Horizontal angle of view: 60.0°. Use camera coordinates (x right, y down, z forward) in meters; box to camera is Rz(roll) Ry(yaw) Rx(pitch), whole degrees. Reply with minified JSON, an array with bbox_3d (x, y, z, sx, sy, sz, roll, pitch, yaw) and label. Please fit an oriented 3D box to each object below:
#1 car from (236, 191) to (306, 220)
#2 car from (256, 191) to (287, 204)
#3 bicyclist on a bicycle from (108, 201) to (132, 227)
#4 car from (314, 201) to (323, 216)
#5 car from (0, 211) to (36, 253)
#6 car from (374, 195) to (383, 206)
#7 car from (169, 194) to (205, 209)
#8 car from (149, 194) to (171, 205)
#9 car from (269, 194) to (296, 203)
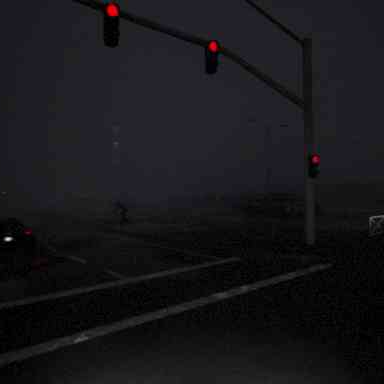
[{"bbox_3d":[5.838,1.013,24.493,1.932,1.855,4.605,-1,0,-39],"label":"car"},{"bbox_3d":[12.420,0.854,52.226,1.932,1.855,4.605,-1,0,-39],"label":"car"},{"bbox_3d":[-4.589,1.372,21.228,1.656,1.620,0.582,-1,0,-39],"label":"bicyclist on a bicycle"},{"bbox_3d":[8.128,0.968,26.263,1.905,1.878,3.866,-1,0,-39],"label":"car"},{"bbox_3d":[-7.867,1.706,13.615,1.994,1.385,4.181,-1,0,-38],"label":"car"},{"bbox_3d":[23.403,0.652,38.578,1.905,1.878,3.866,-1,0,-39],"label":"car"},{"bbox_3d":[-0.692,1.367,41.577,1.970,1.475,3.806,-1,0,-39],"label":"car"},{"bbox_3d":[-5.648,1.451,56.965,1.970,1.475,3.806,-1,0,-39],"label":"car"},{"bbox_3d":[14.723,1.017,53.990,1.784,1.438,3.905,-1,0,-39],"label":"car"}]
